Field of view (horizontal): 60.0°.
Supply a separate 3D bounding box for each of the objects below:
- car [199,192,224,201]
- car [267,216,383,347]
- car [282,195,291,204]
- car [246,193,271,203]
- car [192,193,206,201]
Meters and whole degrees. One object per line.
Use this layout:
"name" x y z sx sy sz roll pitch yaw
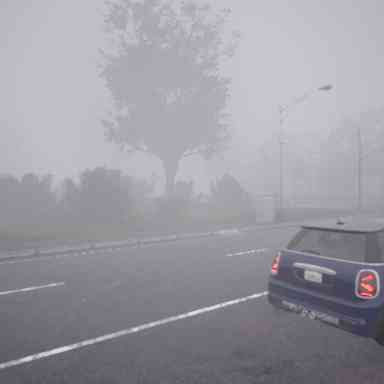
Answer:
"car" 3.573 0.844 61.542 1.882 1.535 5.008 -1 1 -34
"car" 3.568 1.259 6.273 4.553 1.767 2.097 -1 1 -35
"car" 12.176 0.926 48.250 2.128 1.511 4.902 -1 1 -32
"car" 9.294 0.978 46.255 2.128 1.511 4.902 -1 1 -32
"car" -0.237 0.900 60.918 2.128 1.511 4.902 -1 1 -34
